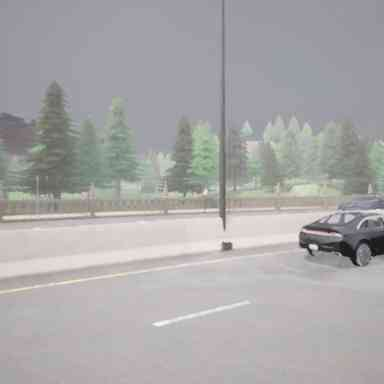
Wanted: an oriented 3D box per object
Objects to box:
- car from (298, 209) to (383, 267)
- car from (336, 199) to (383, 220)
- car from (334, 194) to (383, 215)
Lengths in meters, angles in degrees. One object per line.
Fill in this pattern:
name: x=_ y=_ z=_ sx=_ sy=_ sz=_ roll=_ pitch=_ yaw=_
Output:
car: x=5.746 y=1.410 z=11.036 sx=4.902 sy=1.511 sz=2.128 roll=0 pitch=0 yaw=-28
car: x=14.441 y=1.349 z=26.669 sx=5.357 sy=1.411 sz=2.033 roll=0 pitch=0 yaw=-20
car: x=15.797 y=1.126 z=30.779 sx=4.553 sy=1.767 sz=2.097 roll=0 pitch=0 yaw=-18
